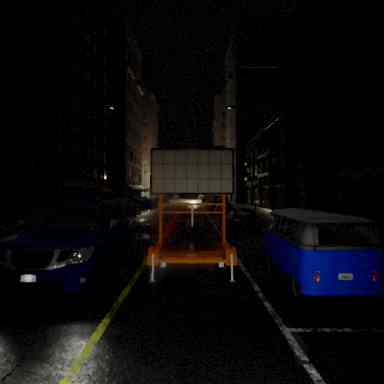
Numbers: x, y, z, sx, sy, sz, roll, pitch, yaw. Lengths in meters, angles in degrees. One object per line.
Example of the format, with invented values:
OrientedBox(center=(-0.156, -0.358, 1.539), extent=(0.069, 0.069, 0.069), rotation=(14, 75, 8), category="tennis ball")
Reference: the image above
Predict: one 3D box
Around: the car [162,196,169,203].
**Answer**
OrientedBox(center=(-5.609, 1.571, 57.566), extent=(1.947, 1.339, 4.313), rotation=(0, 0, 0), category="car")

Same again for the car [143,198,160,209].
OrientedBox(center=(-5.620, 1.584, 46.563), extent=(1.802, 1.307, 4.206), rotation=(0, 0, 0), category="car")

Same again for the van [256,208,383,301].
OrientedBox(center=(2.865, 1.340, 8.045), extent=(1.690, 1.788, 3.998), rotation=(0, 0, 0), category="van")

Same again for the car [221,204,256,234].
OrientedBox(center=(2.876, 1.581, 19.048), extent=(1.802, 1.307, 4.206), rotation=(0, 0, 0), category="car")

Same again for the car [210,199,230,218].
OrientedBox(center=(2.888, 1.581, 30.050), extent=(1.802, 1.307, 4.206), rotation=(0, 0, 0), category="car")

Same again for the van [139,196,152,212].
OrientedBox(center=(-5.632, 1.341, 35.560), extent=(1.690, 1.788, 3.998), rotation=(0, 0, 0), category="van")

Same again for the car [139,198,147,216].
OrientedBox(center=(-5.638, 1.550, 30.059), extent=(2.008, 1.369, 4.403), rotation=(0, 0, 0), category="car")

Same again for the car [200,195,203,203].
OrientedBox(center=(2.916, 1.556, 57.557), extent=(2.008, 1.369, 4.403), rotation=(0, 0, 0), category="car")

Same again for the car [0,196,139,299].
OrientedBox(center=(-2.998, 1.220, 8.828), extent=(2.150, 2.045, 5.566), rotation=(0, 0, 0), category="car")

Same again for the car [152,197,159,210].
OrientedBox(center=(-5.626, 1.566, 41.062), extent=(1.947, 1.339, 4.313), rotation=(0, 0, 0), category="car")

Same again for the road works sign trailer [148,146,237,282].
OrientedBox(center=(0.011, 0.464, 9.726), extent=(2.380, 3.560, 2.880), rotation=(0, 0, 0), category="road works sign trailer")

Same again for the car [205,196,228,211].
OrientedBox(center=(2.893, 1.314, 35.551), extent=(2.192, 1.841, 5.009), rotation=(0, 0, 0), category="car")

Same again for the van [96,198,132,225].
OrientedBox(center=(-5.644, 1.340, 24.559), extent=(1.690, 1.788, 3.998), rotation=(0, 0, 0), category="van")

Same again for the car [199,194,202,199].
OrientedBox(center=(2.928, 1.576, 68.559), extent=(1.947, 1.339, 4.313), rotation=(0, 0, 0), category="car")

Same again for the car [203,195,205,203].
OrientedBox(center=(2.905, 1.442, 46.554), extent=(1.967, 1.590, 4.097), rotation=(0, 0, 0), category="car")
